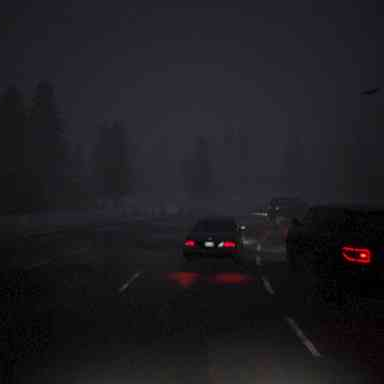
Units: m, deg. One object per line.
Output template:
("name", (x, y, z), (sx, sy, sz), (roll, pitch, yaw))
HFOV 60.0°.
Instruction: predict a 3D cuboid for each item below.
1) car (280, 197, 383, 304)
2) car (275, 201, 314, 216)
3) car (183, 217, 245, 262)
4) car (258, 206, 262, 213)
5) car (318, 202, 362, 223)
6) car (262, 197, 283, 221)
("car", (3.924, 1.290, 8.373), (2.150, 2.045, 5.566), (0, 0, 4))
("car", (11.564, 1.793, 37.396), (4.892, 1.490, 1.837), (0, -1, -39))
("car", (0.963, 1.645, 12.540), (2.033, 1.411, 5.357), (0, 0, 10))
("car", (10.009, 1.876, 40.562), (4.181, 1.385, 1.994), (0, -1, -38))
("car", (12.884, 1.713, 28.790), (2.128, 1.511, 4.902), (-1, -1, 41))
("car", (8.623, 1.447, 29.266), (2.150, 2.045, 5.566), (-1, -1, 38))
